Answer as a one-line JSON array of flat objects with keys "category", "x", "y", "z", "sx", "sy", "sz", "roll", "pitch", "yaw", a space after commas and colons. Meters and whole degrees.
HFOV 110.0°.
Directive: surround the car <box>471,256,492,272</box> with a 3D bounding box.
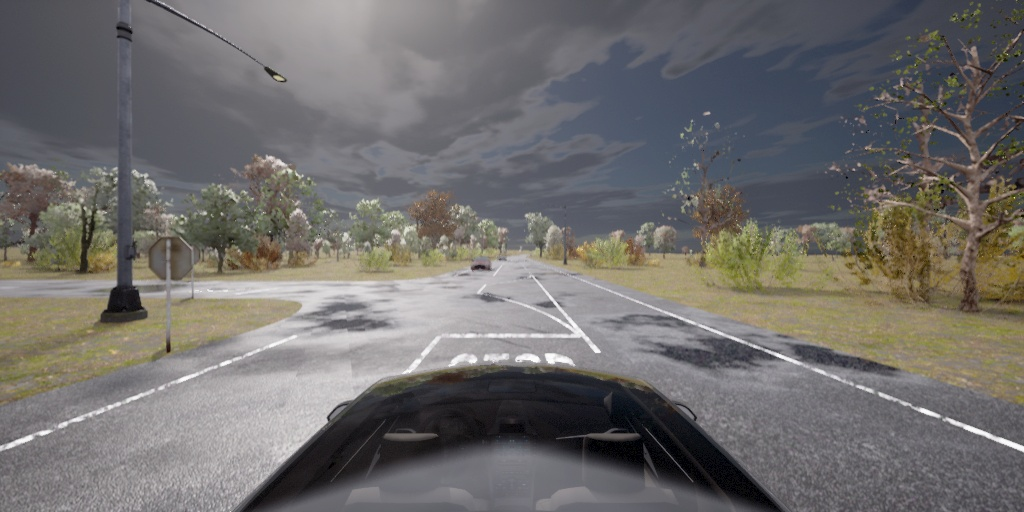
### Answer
[{"category": "car", "x": -3.420, "y": 0.832, "z": 40.514, "sx": 2.097, "sy": 1.767, "sz": 4.553, "roll": 0, "pitch": 0, "yaw": 0}]
